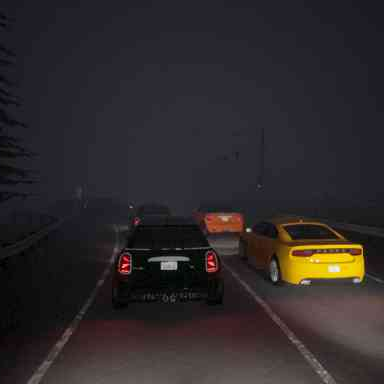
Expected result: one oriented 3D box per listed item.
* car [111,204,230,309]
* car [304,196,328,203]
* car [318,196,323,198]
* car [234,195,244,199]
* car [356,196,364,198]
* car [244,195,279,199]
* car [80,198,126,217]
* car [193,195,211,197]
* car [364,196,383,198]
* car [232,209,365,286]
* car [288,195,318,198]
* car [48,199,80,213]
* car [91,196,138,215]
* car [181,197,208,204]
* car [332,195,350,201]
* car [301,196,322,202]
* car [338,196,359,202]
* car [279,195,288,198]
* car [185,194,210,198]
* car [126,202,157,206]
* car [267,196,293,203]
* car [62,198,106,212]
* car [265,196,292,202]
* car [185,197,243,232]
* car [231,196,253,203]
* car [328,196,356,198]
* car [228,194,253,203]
[{"bbox_3d":[-0.630,1.352,8.121,2.097,1.767,4.553,0,0,-6],"label":"car"},{"bbox_3d":[27.013,1.524,72.426,4.674,1.442,1.812,0,0,-19],"label":"car"},{"bbox_3d":[27.325,1.524,68.822,4.674,1.442,1.812,0,0,-19],"label":"car"},{"bbox_3d":[10.790,1.352,63.220,4.553,1.767,2.097,0,0,-19],"label":"car"},{"bbox_3d":[37.057,1.525,73.219,4.902,1.511,2.128,0,0,-29],"label":"car"},{"bbox_3d":[12.507,1.492,60.121,4.902,1.511,2.128,0,0,-19],"label":"car"},{"bbox_3d":[-7.748,1.357,30.820,4.553,1.767,2.097,0,0,-19],"label":"car"},{"bbox_3d":[3.079,1.601,56.915,4.718,1.301,1.895,0,0,-19],"label":"car"},{"bbox_3d":[39.734,1.540,70.731,5.357,1.411,2.033,0,0,-29],"label":"car"},{"bbox_3d":[2.730,1.478,9.482,1.882,1.535,5.008,0,0,-6],"label":"car"},{"bbox_3d":[20.958,1.564,62.975,4.181,1.385,1.994,0,0,-19],"label":"car"},{"bbox_3d":[-13.052,1.511,36.406,4.892,1.490,1.837,0,0,-19],"label":"car"},{"bbox_3d":[-8.073,1.358,34.406,4.553,1.767,2.097,0,0,-19],"label":"car"},{"bbox_3d":[0.518,1.601,63.430,4.718,1.301,1.895,0,0,-19],"label":"car"},{"bbox_3d":[36.283,1.552,80.911,4.181,1.385,1.994,0,0,-29],"label":"car"},{"bbox_3d":[27.464,1.553,76.371,4.181,1.385,1.994,0,0,-21],"label":"car"},{"bbox_3d":[36.155,1.595,76.742,4.718,1.301,1.895,0,0,-29],"label":"car"},{"bbox_3d":[19.083,1.352,65.990,4.553,1.767,2.097,0,0,-18],"label":"car"},{"bbox_3d":[1.340,1.505,60.018,4.892,1.490,1.837,0,0,-19],"label":"car"},{"bbox_3d":[-2.110,1.352,16.928,2.097,1.767,4.553,0,0,-12],"label":"car"},{"bbox_3d":[18.354,1.525,69.421,4.902,1.511,2.128,0,0,-19],"label":"car"},{"bbox_3d":[-13.028,1.496,40.113,4.902,1.511,2.128,0,0,-19],"label":"car"},{"bbox_3d":[19.064,1.540,73.362,5.357,1.411,2.033,0,0,-19],"label":"car"},{"bbox_3d":[1.204,1.352,18.368,2.097,1.767,4.553,0,0,-12],"label":"car"},{"bbox_3d":[10.567,1.553,70.461,4.181,1.385,1.994,0,0,-19],"label":"car"},{"bbox_3d":[29.288,1.525,65.811,4.902,1.511,2.128,0,0,-19],"label":"car"},{"bbox_3d":[9.734,1.352,66.526,4.553,1.767,2.097,0,0,-18],"label":"car"}]
